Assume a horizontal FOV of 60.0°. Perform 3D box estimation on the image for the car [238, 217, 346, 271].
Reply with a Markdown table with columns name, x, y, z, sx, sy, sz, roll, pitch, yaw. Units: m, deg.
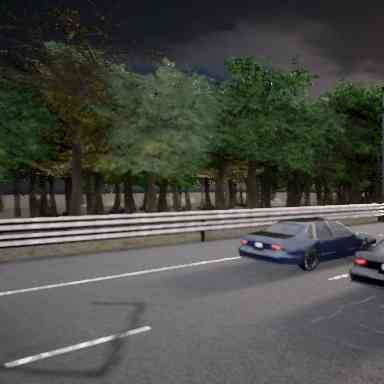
| name | x | y | z | sx | sy | sz | roll | pitch | yaw |
| --- | --- | --- | --- | --- | --- | --- | --- | --- | --- |
| car | 3.956 | 1.556 | 10.911 | 5.357 | 1.411 | 2.033 | 0 | 0 | -35 |

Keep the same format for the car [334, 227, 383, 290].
| name | x | y | z | sx | sy | sz | roll | pitch | yaw |
| --- | --- | --- | --- | --- | --- | --- | --- | --- | --- |
| car | 5.977 | 1.556 | 8.054 | 5.357 | 1.411 | 2.033 | 0 | 0 | -35 |
